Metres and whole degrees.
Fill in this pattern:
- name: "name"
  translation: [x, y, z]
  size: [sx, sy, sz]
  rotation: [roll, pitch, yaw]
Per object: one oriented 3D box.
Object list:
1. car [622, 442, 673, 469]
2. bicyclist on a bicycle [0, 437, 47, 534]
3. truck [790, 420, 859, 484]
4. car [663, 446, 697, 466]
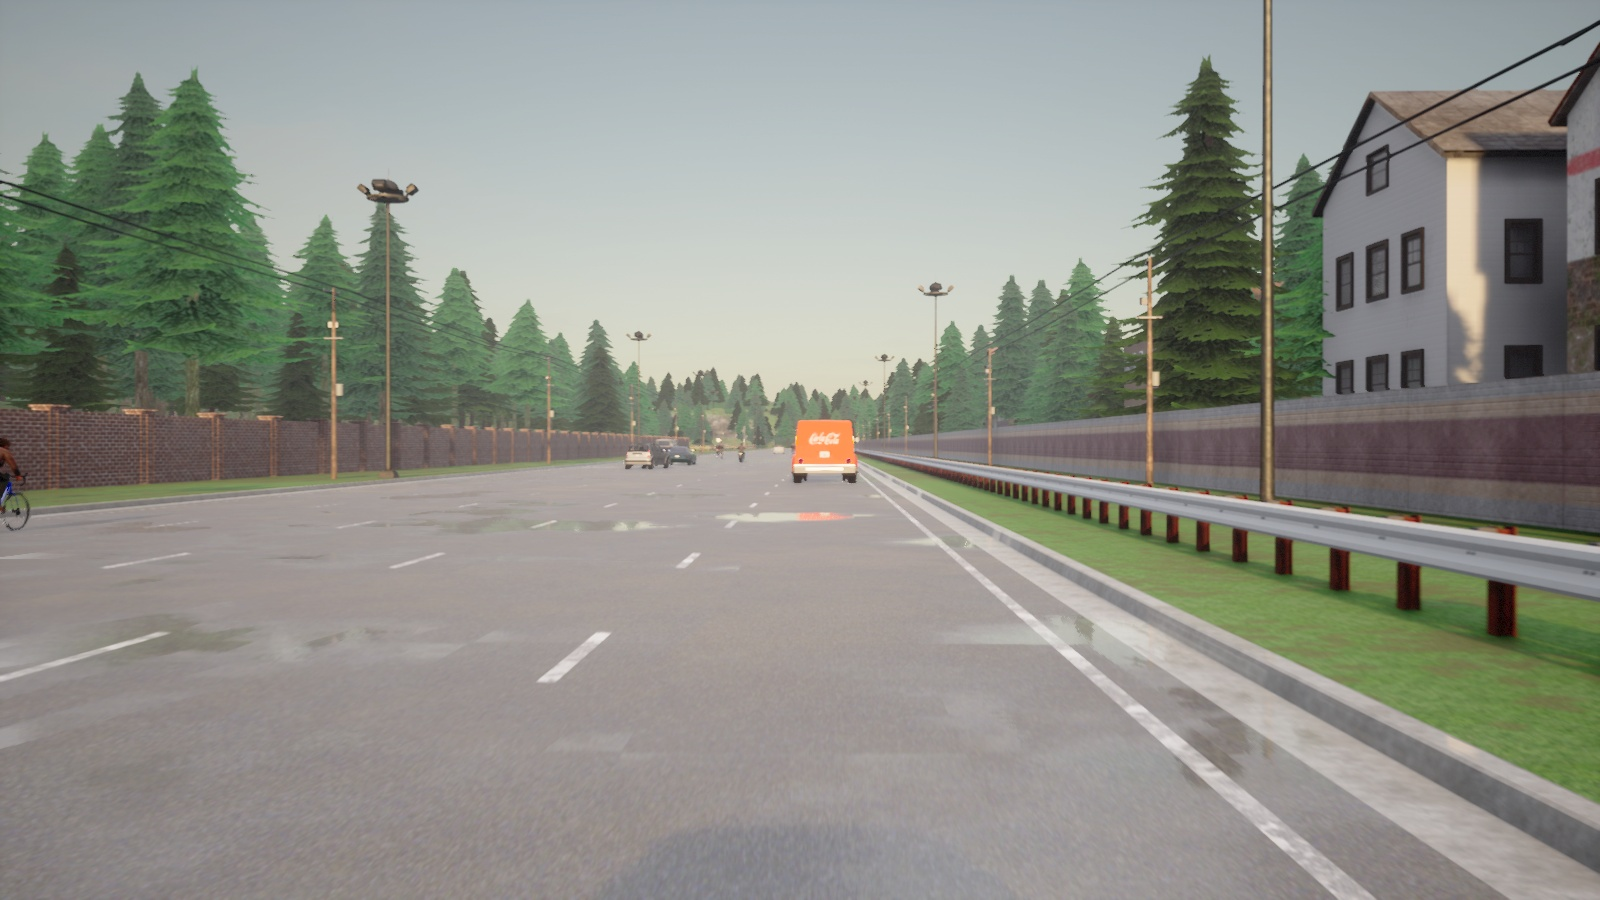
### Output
- name: "car"
  translation: [-9.332, 0.309, 77.162]
  size: [1.851, 1.617, 3.988]
  rotation: [0, 0, 13]
- name: "bicyclist on a bicycle"
  translation: [-13.592, 0.597, 21.321]
  size: [0.582, 1.620, 1.656]
  rotation: [0, 0, 1]
- name: "truck"
  translation: [0.979, 0.049, 50.679]
  size: [2.627, 2.467, 5.204]
  rotation: [0, 0, 1]
- name: "car"
  translation: [-8.732, 0.414, 91.382]
  size: [1.994, 1.385, 4.181]
  rotation: [0, 0, 1]
